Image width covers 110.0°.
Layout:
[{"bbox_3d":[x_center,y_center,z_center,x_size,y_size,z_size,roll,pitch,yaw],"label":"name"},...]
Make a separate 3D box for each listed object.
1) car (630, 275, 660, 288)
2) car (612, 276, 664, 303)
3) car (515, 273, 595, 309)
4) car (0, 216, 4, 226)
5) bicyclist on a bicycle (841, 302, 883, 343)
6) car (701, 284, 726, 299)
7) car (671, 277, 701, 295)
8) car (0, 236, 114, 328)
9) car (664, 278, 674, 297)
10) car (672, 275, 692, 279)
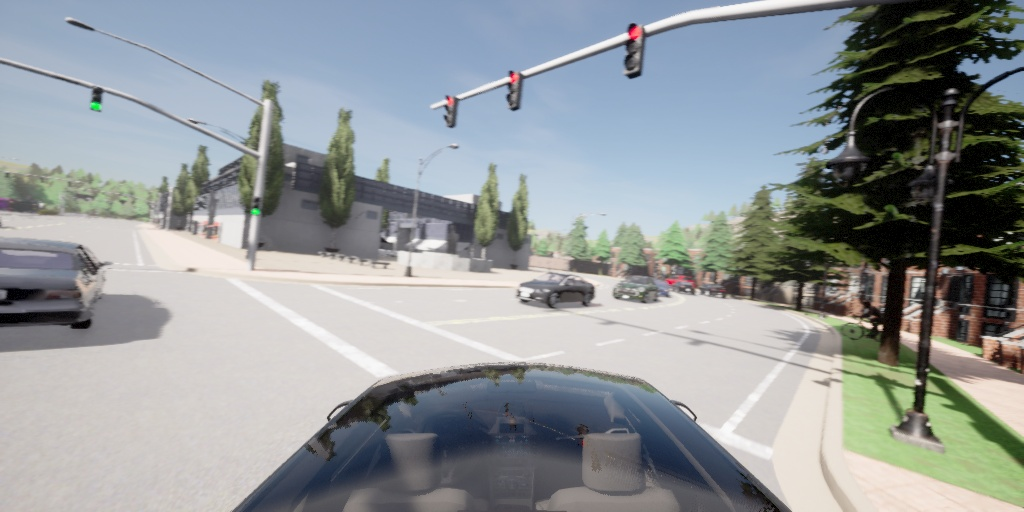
[{"bbox_3d":[20.652,3.858,55.859,2.033,1.411,5.357,6,0,-8],"label":"car"},{"bbox_3d":[8.638,2.172,24.797,2.097,1.767,4.553,6,0,35],"label":"car"},{"bbox_3d":[2.211,1.573,17.166,2.128,1.511,4.902,6,0,42],"label":"car"},{"bbox_3d":[-42.498,-3.134,28.512,4.674,1.442,1.812,6,0,43],"label":"car"},{"bbox_3d":[14.407,2.678,14.408,1.656,1.620,0.582,7,1,42],"label":"bicyclist on a bicycle"},{"bbox_3d":[23.493,4.035,42.180,1.837,1.490,4.892,6,0,10],"label":"car"},{"bbox_3d":[20.027,3.683,42.029,1.812,1.442,4.674,6,-1,11],"label":"car"},{"bbox_3d":[-8.805,0.376,6.507,5.357,1.411,2.033,6,-1,43],"label":"car"},{"bbox_3d":[13.820,2.984,33.830,2.033,1.411,5.357,6,0,23],"label":"car"},{"bbox_3d":[24.331,3.904,52.331,2.150,2.045,5.566,6,0,-2],"label":"car"}]
